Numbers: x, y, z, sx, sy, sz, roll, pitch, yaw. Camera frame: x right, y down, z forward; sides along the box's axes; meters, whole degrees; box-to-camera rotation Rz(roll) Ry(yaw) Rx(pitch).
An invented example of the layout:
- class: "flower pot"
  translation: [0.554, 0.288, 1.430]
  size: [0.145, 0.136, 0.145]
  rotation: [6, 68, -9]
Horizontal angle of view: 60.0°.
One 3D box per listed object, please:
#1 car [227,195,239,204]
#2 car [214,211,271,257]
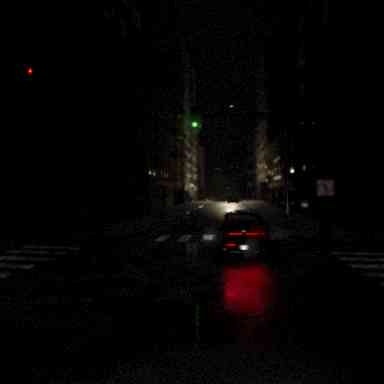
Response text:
- class: "car"
  translation: [7.900, 1.421, 64.156]
  size: [2.097, 1.767, 4.553]
  rotation: [-1, 0, 7]
- class: "car"
  translation: [1.957, 1.518, 13.070]
  size: [1.837, 1.490, 4.892]
  rotation: [0, 0, 7]
